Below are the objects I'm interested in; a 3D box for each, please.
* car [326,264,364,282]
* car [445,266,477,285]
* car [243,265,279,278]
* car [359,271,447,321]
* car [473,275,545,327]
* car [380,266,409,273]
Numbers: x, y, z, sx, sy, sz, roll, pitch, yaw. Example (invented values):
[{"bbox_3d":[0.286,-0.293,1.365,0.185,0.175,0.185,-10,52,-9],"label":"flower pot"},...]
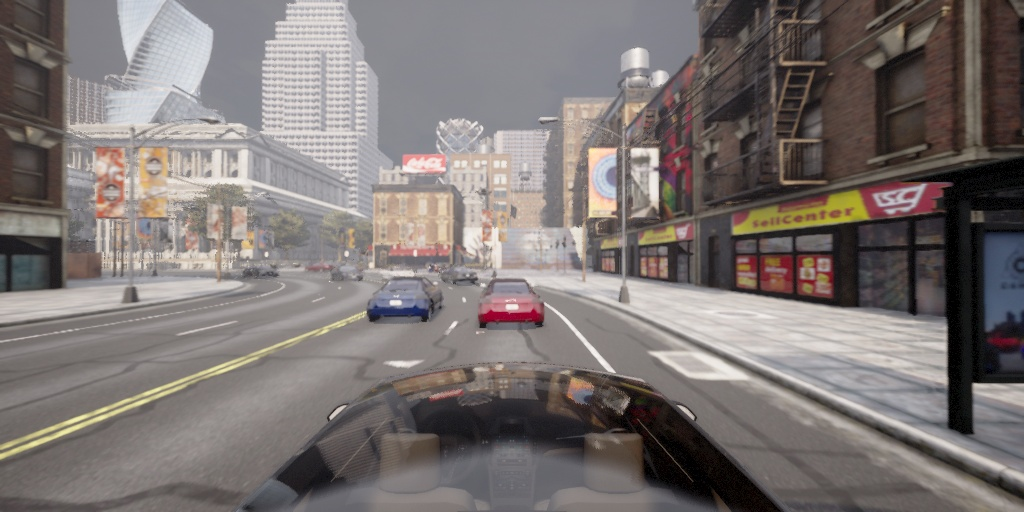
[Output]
[{"bbox_3d":[-14.961,1.533,32.359,1.812,1.442,4.674,1,-1,-40],"label":"car"},{"bbox_3d":[-4.452,1.529,29.283,2.033,1.411,5.357,0,-1,-26],"label":"car"},{"bbox_3d":[-26.488,1.618,37.830,4.181,1.385,1.994,0,-1,32],"label":"car"},{"bbox_3d":[-3.679,1.408,12.919,1.994,1.385,4.181,0,0,-4],"label":"car"},{"bbox_3d":[-0.119,1.399,11.948,1.994,1.385,4.181,0,-1,-3],"label":"car"},{"bbox_3d":[-10.682,1.612,32.892,1.895,1.301,4.718,0,-1,-35],"label":"car"}]
